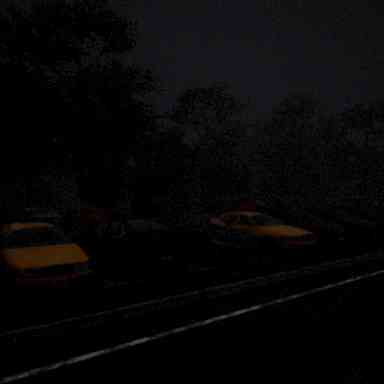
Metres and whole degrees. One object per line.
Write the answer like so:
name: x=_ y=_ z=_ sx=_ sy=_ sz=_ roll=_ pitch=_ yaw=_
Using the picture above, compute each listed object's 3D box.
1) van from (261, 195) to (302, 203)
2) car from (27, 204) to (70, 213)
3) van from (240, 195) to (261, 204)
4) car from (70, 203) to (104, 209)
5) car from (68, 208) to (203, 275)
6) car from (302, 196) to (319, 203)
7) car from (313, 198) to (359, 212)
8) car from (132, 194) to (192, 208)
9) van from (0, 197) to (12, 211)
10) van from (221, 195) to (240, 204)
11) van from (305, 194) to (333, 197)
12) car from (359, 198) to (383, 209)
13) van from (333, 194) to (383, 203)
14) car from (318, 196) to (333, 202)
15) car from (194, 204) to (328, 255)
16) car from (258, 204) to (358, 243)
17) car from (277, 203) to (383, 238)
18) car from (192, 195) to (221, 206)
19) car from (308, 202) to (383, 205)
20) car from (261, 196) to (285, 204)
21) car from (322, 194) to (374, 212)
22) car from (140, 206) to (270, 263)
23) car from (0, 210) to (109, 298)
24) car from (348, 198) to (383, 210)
van: x=8.559 y=1.259 z=34.200 sx=1.878 sy=1.987 sz=4.442 roll=0 pitch=0 yaw=-36
car: x=-9.679 y=1.534 z=21.364 sx=2.002 sy=1.452 sz=4.674 roll=0 pitch=0 yaw=-35
van: x=3.902 y=1.259 z=31.163 sx=1.878 sy=1.987 sz=4.442 roll=0 pitch=0 yaw=-35
car: x=-7.315 y=1.493 z=23.036 sx=2.097 sy=1.535 sz=5.008 roll=0 pitch=0 yaw=-35
car: x=-2.079 y=1.497 z=10.708 sx=2.231 sy=1.521 sz=4.892 roll=0 pitch=0 yaw=-35
car: x=10.722 y=1.519 z=35.907 sx=2.163 sy=1.488 sz=4.792 roll=0 pitch=0 yaw=-35
car: x=17.522 y=1.567 z=40.674 sx=2.163 sy=1.488 sz=4.792 roll=1 pitch=0 yaw=-35
car: x=-2.787 y=1.238 z=26.229 sx=2.435 sy=2.045 sz=5.566 roll=0 pitch=0 yaw=-35
van: x=-12.003 y=1.270 z=19.851 sx=1.878 sy=1.987 sz=4.442 roll=0 pitch=0 yaw=-35
van: x=1.779 y=1.261 z=29.368 sx=1.878 sy=1.987 sz=4.442 roll=0 pitch=0 yaw=-35
van: x=15.081 y=1.290 z=39.116 sx=1.878 sy=1.987 sz=4.442 roll=0 pitch=0 yaw=-35
car: x=26.536 y=1.667 z=47.116 sx=2.002 sy=1.452 sz=4.674 roll=1 pitch=0 yaw=-35
van: x=11.423 y=1.261 z=20.463 sx=1.878 sy=1.987 sz=4.442 roll=0 pitch=0 yaw=-35
car: x=12.873 y=1.529 z=37.437 sx=2.163 sy=1.488 sz=4.792 roll=0 pitch=0 yaw=-35
car: x=2.549 y=1.490 z=13.780 sx=1.946 sy=1.575 sz=5.366 roll=0 pitch=0 yaw=-35
car: x=4.721 y=1.521 z=15.517 sx=2.163 sy=1.488 sz=4.792 roll=0 pitch=0 yaw=-35
car: x=6.983 y=1.519 z=17.126 sx=2.163 sy=1.488 sz=4.792 roll=0 pitch=0 yaw=-35
car: x=-0.529 y=1.237 z=27.835 sx=2.435 sy=2.045 sz=5.566 roll=0 pitch=0 yaw=-35
car: x=9.246 y=1.518 z=18.735 sx=2.163 sy=1.488 sz=4.792 roll=0 pitch=0 yaw=-35
car: x=6.223 y=1.483 z=32.678 sx=2.097 sy=1.535 sz=5.008 roll=0 pitch=0 yaw=-35
car: x=19.748 y=1.308 z=42.326 sx=2.435 sy=2.045 sz=5.566 roll=1 pitch=0 yaw=-35
car: x=0.176 y=1.496 z=12.327 sx=2.231 sy=1.521 sz=4.892 roll=0 pitch=0 yaw=-35
car: x=-4.238 y=1.495 z=8.953 sx=1.946 sy=1.575 sz=5.366 roll=0 pitch=0 yaw=-35
car: x=24.384 y=1.602 z=45.361 sx=1.946 sy=1.575 sz=5.366 roll=1 pitch=0 yaw=-35
